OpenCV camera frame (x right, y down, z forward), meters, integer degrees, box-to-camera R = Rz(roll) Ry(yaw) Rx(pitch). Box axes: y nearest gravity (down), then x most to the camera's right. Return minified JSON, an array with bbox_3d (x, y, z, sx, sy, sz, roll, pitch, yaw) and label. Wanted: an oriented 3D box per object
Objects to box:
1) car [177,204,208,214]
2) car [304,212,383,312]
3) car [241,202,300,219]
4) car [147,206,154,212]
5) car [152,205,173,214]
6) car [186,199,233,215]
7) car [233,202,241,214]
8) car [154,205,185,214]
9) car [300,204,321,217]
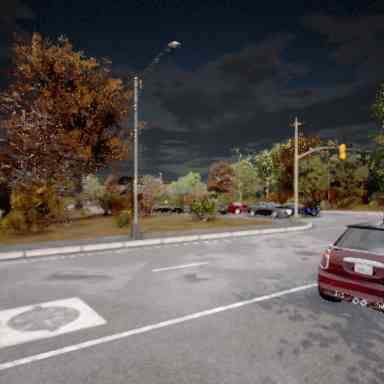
[{"bbox_3d":[0.042,2.502,49.483,2.033,1.411,5.357,0,-3,-33],"label":"car"},{"bbox_3d":[4.734,1.364,7.001,4.553,1.767,2.097,0,0,-35],"label":"car"},{"bbox_3d":[7.299,1.658,31.431,2.128,1.511,4.902,0,-1,-32],"label":"car"},{"bbox_3d":[-8.702,2.861,56.862,2.097,1.767,4.553,0,-3,-32],"label":"car"},{"bbox_3d":[-5.253,3.033,57.953,1.994,1.385,4.181,0,-3,-31],"label":"car"},{"bbox_3d":[2.023,1.714,39.792,2.150,2.045,5.566,0,-3,-32],"label":"car"},{"bbox_3d":[5.300,1.951,41.156,1.882,1.535,5.008,0,-2,-32],"label":"car"},{"bbox_3d":[-3.220,2.578,48.103,1.895,1.301,4.718,0,-3,-32],"label":"car"},{"bbox_3d":[10.331,1.771,33.195,1.895,1.301,4.718,0,-1,-33],"label":"car"}]
